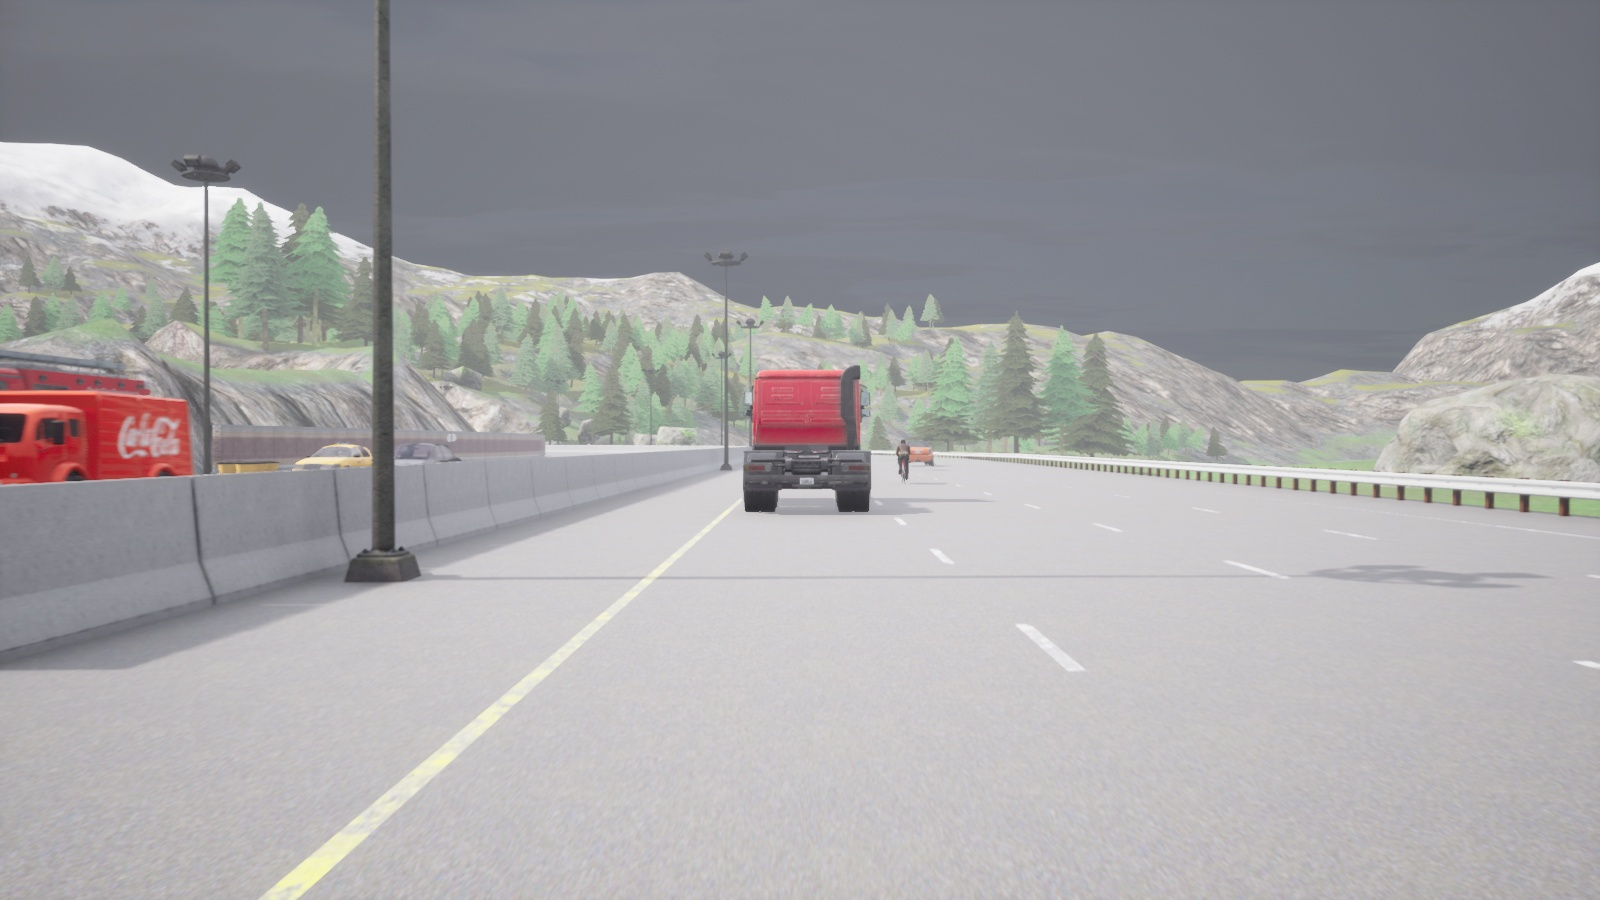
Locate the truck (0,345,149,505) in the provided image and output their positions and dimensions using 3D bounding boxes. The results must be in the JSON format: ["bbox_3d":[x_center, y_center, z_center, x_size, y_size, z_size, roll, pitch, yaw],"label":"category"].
[{"bbox_3d":[-20.563,-0.619,32.678,2.891,3.827,8.468,0,0,0],"label":"truck"}]

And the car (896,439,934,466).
[{"bbox_3d":[7.490,0.148,82.160,2.097,1.767,4.553,0,0,0],"label":"car"}]

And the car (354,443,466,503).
[{"bbox_3d":[-10.293,0.564,33.393,1.845,1.501,3.633,0,0,0],"label":"car"}]

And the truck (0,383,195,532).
[{"bbox_3d":[-13.852,0.119,23.410,2.627,2.467,5.204,0,0,0],"label":"truck"}]

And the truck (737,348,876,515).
[{"bbox_3d":[0.164,-0.405,30.122,2.891,3.462,7.936,0,0,0],"label":"truck"}]

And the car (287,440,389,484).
[{"bbox_3d":[-17.213,0.405,47.053,1.801,1.575,5.366,0,0,0],"label":"car"}]
